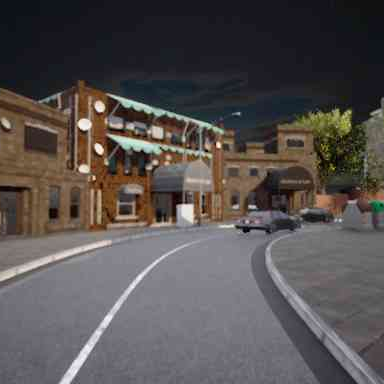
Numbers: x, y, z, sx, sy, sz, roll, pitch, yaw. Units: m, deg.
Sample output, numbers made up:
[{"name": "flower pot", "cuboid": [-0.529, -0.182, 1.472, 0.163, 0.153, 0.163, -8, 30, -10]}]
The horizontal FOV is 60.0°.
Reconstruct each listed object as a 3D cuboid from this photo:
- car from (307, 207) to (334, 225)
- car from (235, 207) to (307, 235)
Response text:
[{"name": "car", "cuboid": [9.661, 1.995, 27.676, 4.674, 1.442, 1.812, 0, -2, -24]}, {"name": "car", "cuboid": [4.763, 1.779, 20.280, 2.033, 1.411, 5.357, -2, -3, 42]}]
